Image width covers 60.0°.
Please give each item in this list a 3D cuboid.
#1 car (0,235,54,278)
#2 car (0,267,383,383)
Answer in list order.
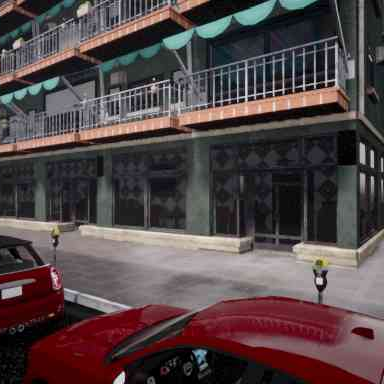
[{"bbox_3d":[-4.107,1.440,5.814,4.097,1.590,1.967,0,0,36],"label":"car"},{"bbox_3d":[0.479,1.545,2.536,4.507,1.381,1.887,0,0,36],"label":"car"}]
